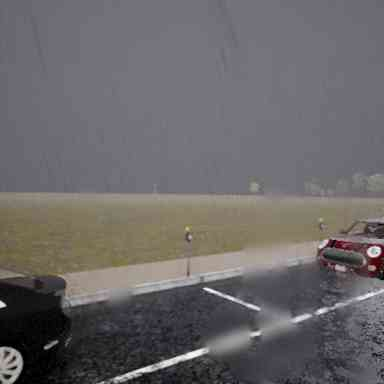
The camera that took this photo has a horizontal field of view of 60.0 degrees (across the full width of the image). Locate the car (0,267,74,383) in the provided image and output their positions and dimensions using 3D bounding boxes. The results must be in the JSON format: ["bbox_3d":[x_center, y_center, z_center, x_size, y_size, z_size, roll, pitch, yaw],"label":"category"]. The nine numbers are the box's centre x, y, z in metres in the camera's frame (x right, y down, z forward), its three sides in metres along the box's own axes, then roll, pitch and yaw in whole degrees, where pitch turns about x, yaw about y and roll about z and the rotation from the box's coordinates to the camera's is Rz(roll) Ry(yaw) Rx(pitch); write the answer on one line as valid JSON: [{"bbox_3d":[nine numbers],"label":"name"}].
[{"bbox_3d":[-3.576,1.541,3.536,4.403,1.369,2.008,1,0,-36],"label":"car"}]

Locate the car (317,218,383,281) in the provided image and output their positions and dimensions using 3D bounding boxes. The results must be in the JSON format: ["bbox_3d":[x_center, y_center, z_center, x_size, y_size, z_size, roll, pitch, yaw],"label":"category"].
[{"bbox_3d":[5.625,1.549,10.111,4.097,1.590,1.967,1,0,-36],"label":"car"}]
